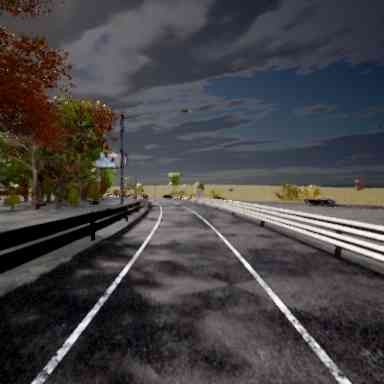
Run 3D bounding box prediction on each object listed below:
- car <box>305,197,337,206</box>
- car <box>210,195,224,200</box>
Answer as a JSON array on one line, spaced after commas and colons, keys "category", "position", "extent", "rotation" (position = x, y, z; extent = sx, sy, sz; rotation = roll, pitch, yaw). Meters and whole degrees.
[{"category": "car", "position": [19.170, 1.385, 49.871], "extent": [1.895, 1.301, 4.718], "rotation": [0, 0, -24]}, {"category": "car", "position": [5.917, 1.496, 80.086], "extent": [1.994, 1.385, 4.181], "rotation": [0, 0, -24]}]
